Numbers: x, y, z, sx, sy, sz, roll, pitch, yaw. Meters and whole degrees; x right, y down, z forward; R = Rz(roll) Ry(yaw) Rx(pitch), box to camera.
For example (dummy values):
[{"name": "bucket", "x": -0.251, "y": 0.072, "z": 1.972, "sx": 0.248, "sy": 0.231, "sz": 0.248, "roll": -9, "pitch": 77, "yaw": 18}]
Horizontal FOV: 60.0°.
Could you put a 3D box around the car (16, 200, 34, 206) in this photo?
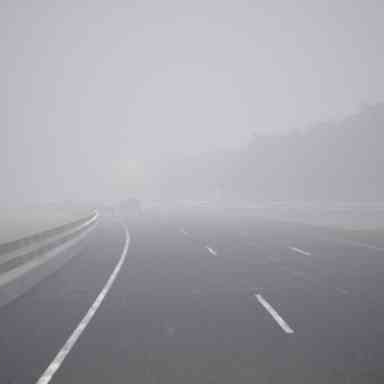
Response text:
[{"name": "car", "x": -41.330, "y": 2.788, "z": 81.388, "sx": 4.892, "sy": 1.490, "sz": 1.837, "roll": -1, "pitch": -1, "yaw": 35}]

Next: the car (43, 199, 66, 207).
[{"name": "car", "x": -29.450, "y": 2.561, "z": 71.096, "sx": 5.008, "sy": 1.535, "sz": 1.882, "roll": -1, "pitch": -1, "yaw": 44}]

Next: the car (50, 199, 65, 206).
[{"name": "car", "x": -34.911, "y": 2.662, "z": 86.089, "sx": 2.097, "sy": 1.767, "sz": 4.553, "roll": 0, "pitch": -1, "yaw": -45}]

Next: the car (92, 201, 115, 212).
[{"name": "car", "x": -12.868, "y": 2.301, "z": 48.963, "sx": 1.895, "sy": 1.301, "sz": 4.718, "roll": 0, "pitch": -1, "yaw": -28}]

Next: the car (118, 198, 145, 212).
[{"name": "car", "x": -9.426, "y": 1.915, "z": 49.950, "sx": 2.150, "sy": 2.045, "sz": 5.566, "roll": 0, "pitch": 0, "yaw": -28}]

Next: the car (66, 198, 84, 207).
[{"name": "car", "x": -26.640, "y": 2.318, "z": 73.232, "sx": 5.566, "sy": 2.045, "sz": 2.150, "roll": -1, "pitch": -1, "yaw": 44}]

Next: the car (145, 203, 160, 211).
[{"name": "car", "x": -6.721, "y": 2.303, "z": 52.251, "sx": 1.895, "sy": 1.301, "sz": 4.718, "roll": 0, "pitch": -1, "yaw": -28}]

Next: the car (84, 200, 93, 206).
[{"name": "car", "x": -23.666, "y": 2.577, "z": 75.198, "sx": 5.008, "sy": 1.535, "sz": 1.882, "roll": -1, "pitch": -1, "yaw": 44}]

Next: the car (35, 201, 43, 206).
[{"name": "car", "x": -38.252, "y": 2.847, "z": 83.465, "sx": 4.181, "sy": 1.385, "sz": 1.994, "roll": -1, "pitch": -1, "yaw": 35}]
